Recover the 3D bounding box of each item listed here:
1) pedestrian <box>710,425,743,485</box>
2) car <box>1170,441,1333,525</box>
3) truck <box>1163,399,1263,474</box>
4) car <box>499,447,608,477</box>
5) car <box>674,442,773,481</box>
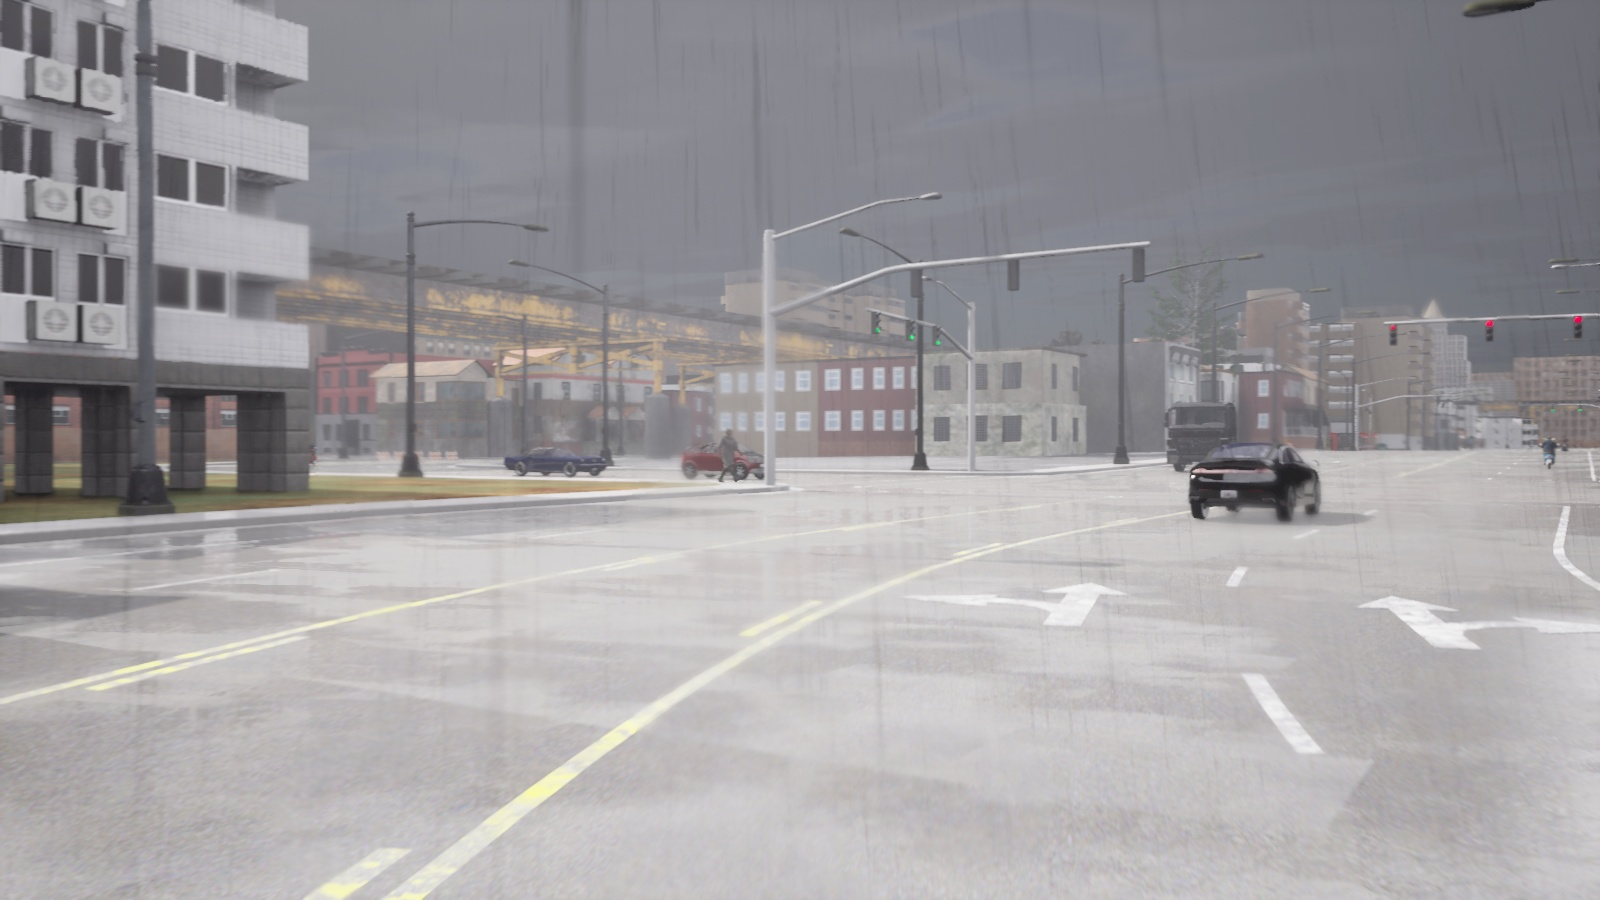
[{"bbox_3d":[-2.433,0.164,41.788,0.873,1.952,0.659,0,0,38],"label":"pedestrian"},{"bbox_3d":[9.169,0.576,25.229,2.128,1.511,4.902,0,0,32],"label":"car"},{"bbox_3d":[20.521,-0.686,62.127,2.891,3.462,7.936,0,1,32],"label":"truck"},{"bbox_3d":[-11.048,0.511,56.197,4.718,1.301,1.895,0,0,31],"label":"car"},{"bbox_3d":[-3.151,0.429,51.526,3.705,1.549,1.789,0,0,31],"label":"car"}]
